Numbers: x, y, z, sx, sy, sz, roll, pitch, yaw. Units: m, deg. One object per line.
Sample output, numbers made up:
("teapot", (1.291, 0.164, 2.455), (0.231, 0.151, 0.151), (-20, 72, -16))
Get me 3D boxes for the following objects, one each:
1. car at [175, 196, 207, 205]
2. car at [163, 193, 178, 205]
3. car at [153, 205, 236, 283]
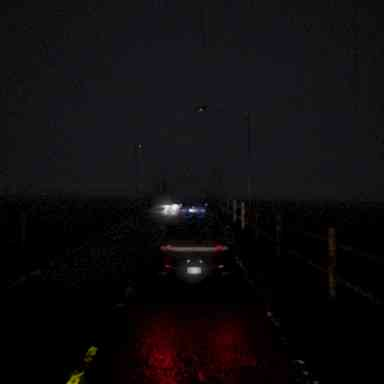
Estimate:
("car", (0.111, 1.184, 23.814), (2.033, 1.411, 5.357), (0, 1, 1))
("car", (-2.720, 0.831, 43.783), (2.128, 1.511, 4.902), (0, 1, 0))
("car", (0.074, 1.350, 9.198), (2.128, 1.511, 4.902), (0, 1, 1))
